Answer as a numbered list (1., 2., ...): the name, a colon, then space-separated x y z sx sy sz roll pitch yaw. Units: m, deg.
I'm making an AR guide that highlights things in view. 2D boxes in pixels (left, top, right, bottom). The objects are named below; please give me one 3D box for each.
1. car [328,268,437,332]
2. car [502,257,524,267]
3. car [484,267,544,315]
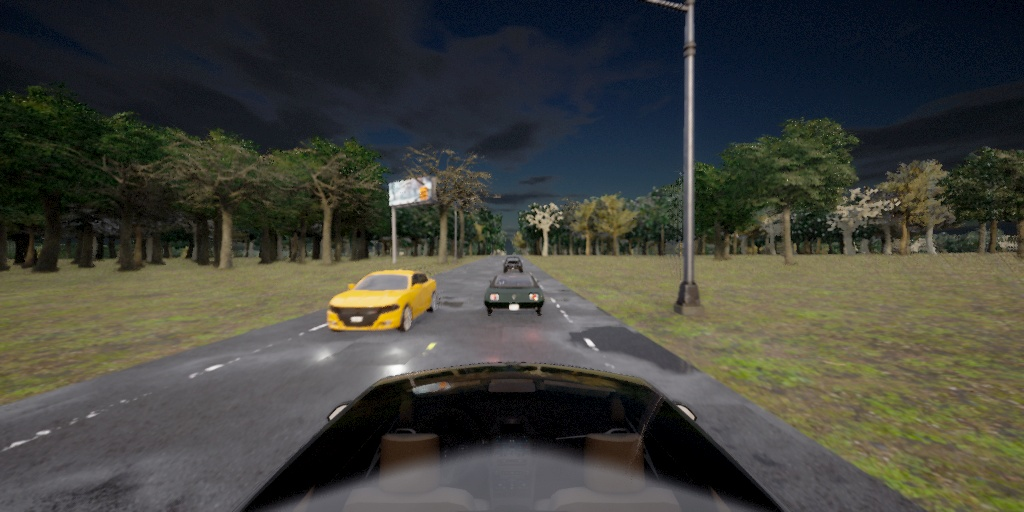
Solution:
1. car: -3.579 1.163 10.779 1.882 1.535 5.008 0 1 0
2. car: 0.097 0.842 35.547 1.837 1.490 4.892 0 1 0
3. car: 0.075 1.264 13.156 1.895 1.301 4.718 0 1 0
